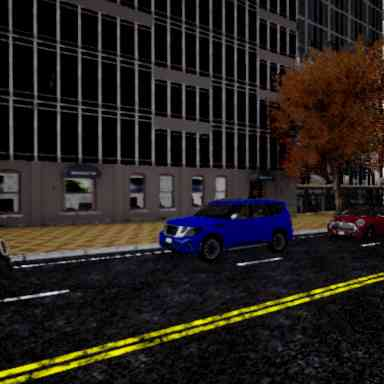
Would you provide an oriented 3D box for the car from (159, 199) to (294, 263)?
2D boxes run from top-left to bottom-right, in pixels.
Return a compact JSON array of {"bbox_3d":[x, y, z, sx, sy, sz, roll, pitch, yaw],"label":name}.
[{"bbox_3d":[1.497,1.296,12.684,5.566,2.045,2.150,1,0,-35],"label":"car"}]

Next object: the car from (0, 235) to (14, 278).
[{"bbox_3d":[-6.445,1.305,7.104,4.553,1.767,2.097,1,0,-35],"label":"car"}]

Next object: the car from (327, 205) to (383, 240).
[{"bbox_3d":[9.497,1.549,18.301,4.553,1.767,2.097,1,0,-35],"label":"car"}]
